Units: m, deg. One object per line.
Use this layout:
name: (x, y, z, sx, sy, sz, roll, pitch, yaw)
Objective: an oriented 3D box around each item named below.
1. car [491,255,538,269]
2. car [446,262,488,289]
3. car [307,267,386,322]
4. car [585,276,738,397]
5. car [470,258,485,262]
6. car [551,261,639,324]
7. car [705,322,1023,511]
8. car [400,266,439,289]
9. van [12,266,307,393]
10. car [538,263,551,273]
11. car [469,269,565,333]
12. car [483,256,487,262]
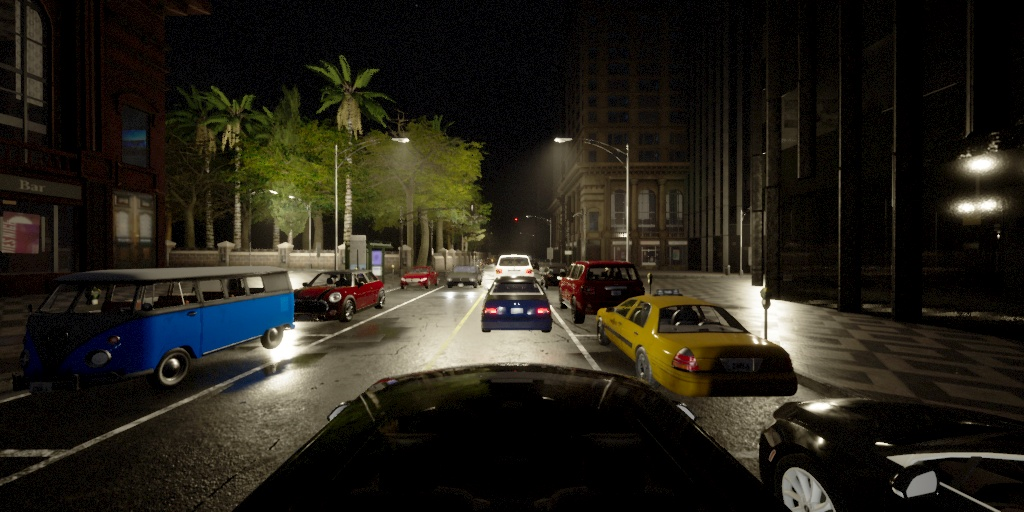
car: (0.115, 0.966, 21.277, 2.150, 2.045, 5.566, 0, 0, 0)
car: (-2.984, 1.297, 23.519, 2.033, 1.411, 5.357, 0, 0, 0)
car: (-5.756, 1.187, 11.906, 1.967, 1.591, 4.097, 0, 0, 0)
car: (2.766, 1.274, 6.629, 1.751, 1.417, 4.829, 0, 0, 0)
car: (-5.725, 1.270, 54.618, 2.007, 1.370, 4.403, 0, 0, 0)
car: (2.770, 1.062, 11.884, 2.192, 1.841, 5.009, 0, 0, 0)
car: (2.762, 1.300, 1.033, 2.007, 1.370, 4.403, 0, 0, 0)
car: (-5.748, 1.325, 22.759, 1.802, 1.307, 4.207, 0, 0, 0)
van: (-5.759, 1.090, 6.480, 1.690, 1.789, 3.998, 0, 0, 0)
car: (2.778, 1.309, 22.735, 1.948, 1.339, 4.313, 0, 0, 0)
car: (0.109, 1.295, 10.706, 2.033, 1.411, 5.357, 0, 0, 0)
car: (-5.721, 1.155, 60.038, 1.967, 1.591, 4.097, 0, 0, 0)
